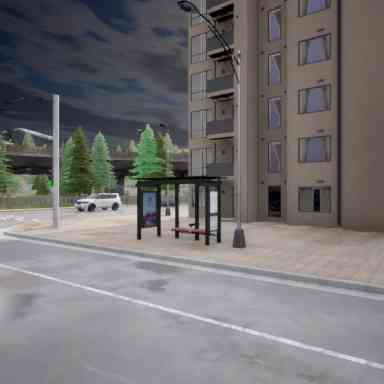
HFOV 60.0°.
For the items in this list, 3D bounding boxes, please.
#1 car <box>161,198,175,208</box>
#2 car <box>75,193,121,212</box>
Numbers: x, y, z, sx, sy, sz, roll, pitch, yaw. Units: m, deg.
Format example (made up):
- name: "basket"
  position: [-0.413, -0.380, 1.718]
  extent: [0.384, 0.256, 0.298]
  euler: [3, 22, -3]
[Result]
- name: "car"
  position: [-4.175, 1.492, 46.522]
  extent: [2.033, 1.411, 5.357]
  euler: [0, 0, 44]
- name: "car"
  position: [-10.742, 1.166, 38.486]
  extent: [2.150, 2.045, 5.566]
  euler: [0, 0, 37]
